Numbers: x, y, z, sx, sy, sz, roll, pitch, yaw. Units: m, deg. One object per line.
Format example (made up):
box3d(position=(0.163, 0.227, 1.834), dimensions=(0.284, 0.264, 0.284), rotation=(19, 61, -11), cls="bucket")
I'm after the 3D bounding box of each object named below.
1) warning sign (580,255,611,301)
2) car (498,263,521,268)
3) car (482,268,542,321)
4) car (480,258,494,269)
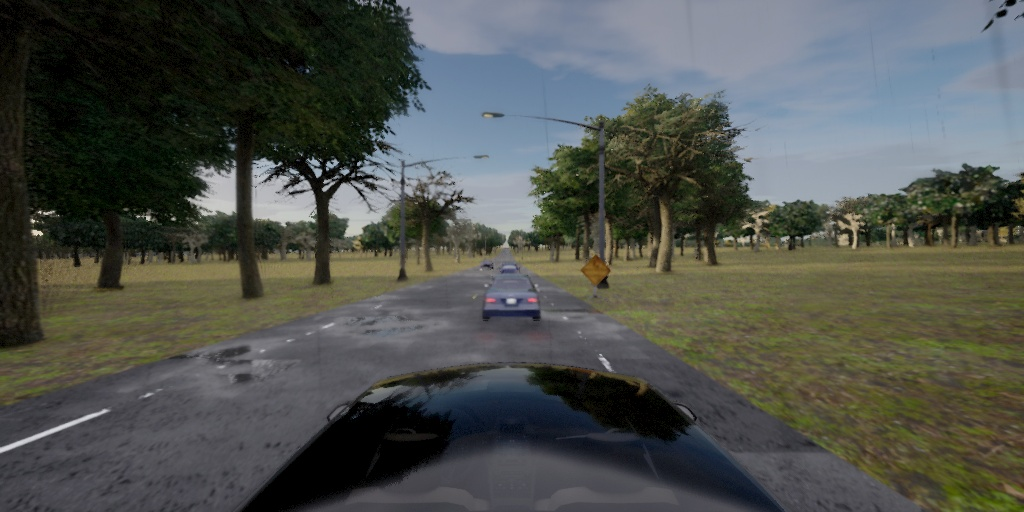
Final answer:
box3d(position=(3.487, 0.881, 15.093), dimensions=(1.300, 1.860, 1.060), rotation=(0, 0, -1), cls="warning sign")
box3d(position=(-0.218, 1.349, 30.413), dimensions=(1.812, 1.442, 4.674), rotation=(0, 0, 0), cls="car")
box3d(position=(-0.016, 1.309, 12.500), dimensions=(2.033, 1.411, 5.357), rotation=(0, 0, 0), cls="car")
box3d(position=(-4.213, 1.280, 60.221), dimensions=(2.097, 1.767, 4.553), rotation=(0, 0, 0), cls="car")
